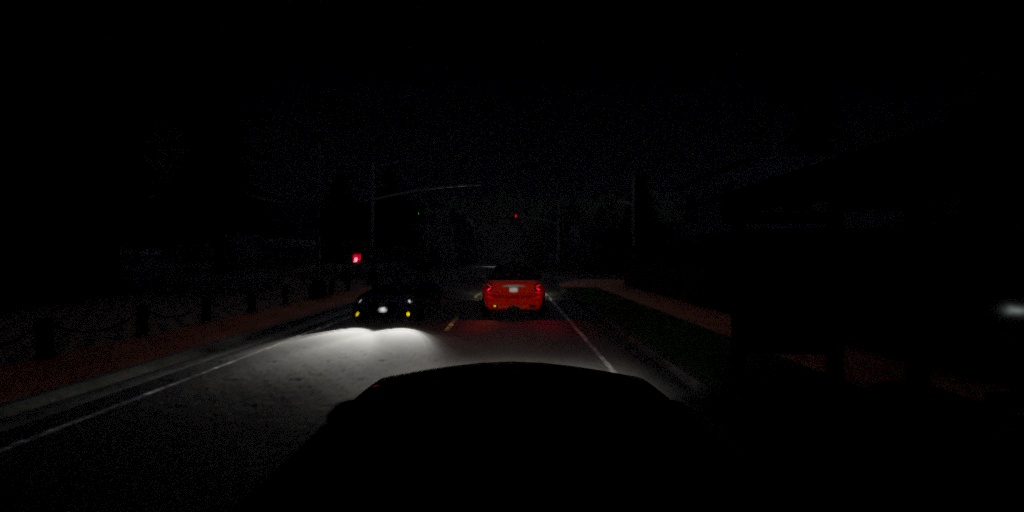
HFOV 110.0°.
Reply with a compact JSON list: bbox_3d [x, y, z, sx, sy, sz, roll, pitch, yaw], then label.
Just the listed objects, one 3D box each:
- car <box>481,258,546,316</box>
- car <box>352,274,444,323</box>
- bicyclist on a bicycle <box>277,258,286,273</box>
[{"bbox_3d":[0.067,1.074,13.428,2.097,1.767,4.553,0,0,0],"label":"car"},{"bbox_3d":[-3.569,1.289,11.904,1.994,1.385,4.181,0,0,0],"label":"car"},{"bbox_3d":[-23.551,0.979,36.636,0.582,1.620,1.656,0,0,-2],"label":"bicyclist on a bicycle"}]
